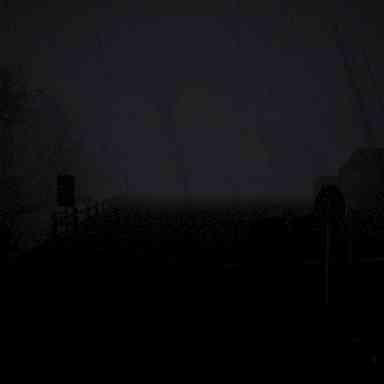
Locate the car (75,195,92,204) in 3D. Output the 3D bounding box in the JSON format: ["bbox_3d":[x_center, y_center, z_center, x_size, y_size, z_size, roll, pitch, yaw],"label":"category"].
[{"bbox_3d":[-16.346,1.092,50.457,1.994,1.385,4.181,0,1,-9],"label":"car"}]
